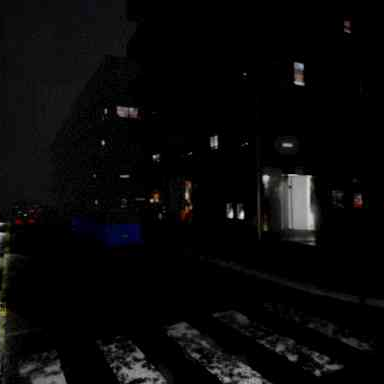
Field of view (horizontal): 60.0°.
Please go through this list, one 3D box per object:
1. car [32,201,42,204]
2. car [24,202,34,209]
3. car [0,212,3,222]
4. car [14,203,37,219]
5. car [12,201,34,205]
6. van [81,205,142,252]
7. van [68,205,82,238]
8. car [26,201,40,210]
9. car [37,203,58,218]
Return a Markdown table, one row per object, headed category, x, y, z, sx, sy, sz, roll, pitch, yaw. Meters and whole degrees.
| category | x | y | z | sx | sy | sz | roll | pitch | yaw |
| --- | --- | --- | --- | --- | --- | --- | --- | --- | --- |
| car | -22.449 | 2.538 | 49.606 | 1.752 | 1.417 | 4.829 | -2 | 0 | -29 |
| car | -38.560 | 3.156 | 78.486 | 1.882 | 1.535 | 5.008 | -1 | -1 | -29 |
| car | -15.965 | 2.109 | 25.646 | 1.882 | 1.535 | 5.008 | -1 | -1 | -28 |
| car | -19.751 | 2.376 | 39.278 | 1.812 | 1.442 | 4.674 | -1 | 0 | -29 |
| car | -24.796 | 2.283 | 48.508 | 2.150 | 2.045 | 5.566 | -1 | -1 | -29 |
| van | -3.607 | 1.570 | 15.034 | 1.690 | 1.788 | 3.998 | -2 | 0 | -29 |
| van | -6.288 | 1.681 | 19.952 | 1.690 | 1.788 | 3.998 | -2 | 0 | -29 |
| car | -33.101 | 2.772 | 69.128 | 2.192 | 1.841 | 5.009 | -2 | 0 | -29 |
| car | -17.004 | 2.368 | 39.622 | 1.802 | 1.307 | 4.206 | -2 | 0 | -29 |
